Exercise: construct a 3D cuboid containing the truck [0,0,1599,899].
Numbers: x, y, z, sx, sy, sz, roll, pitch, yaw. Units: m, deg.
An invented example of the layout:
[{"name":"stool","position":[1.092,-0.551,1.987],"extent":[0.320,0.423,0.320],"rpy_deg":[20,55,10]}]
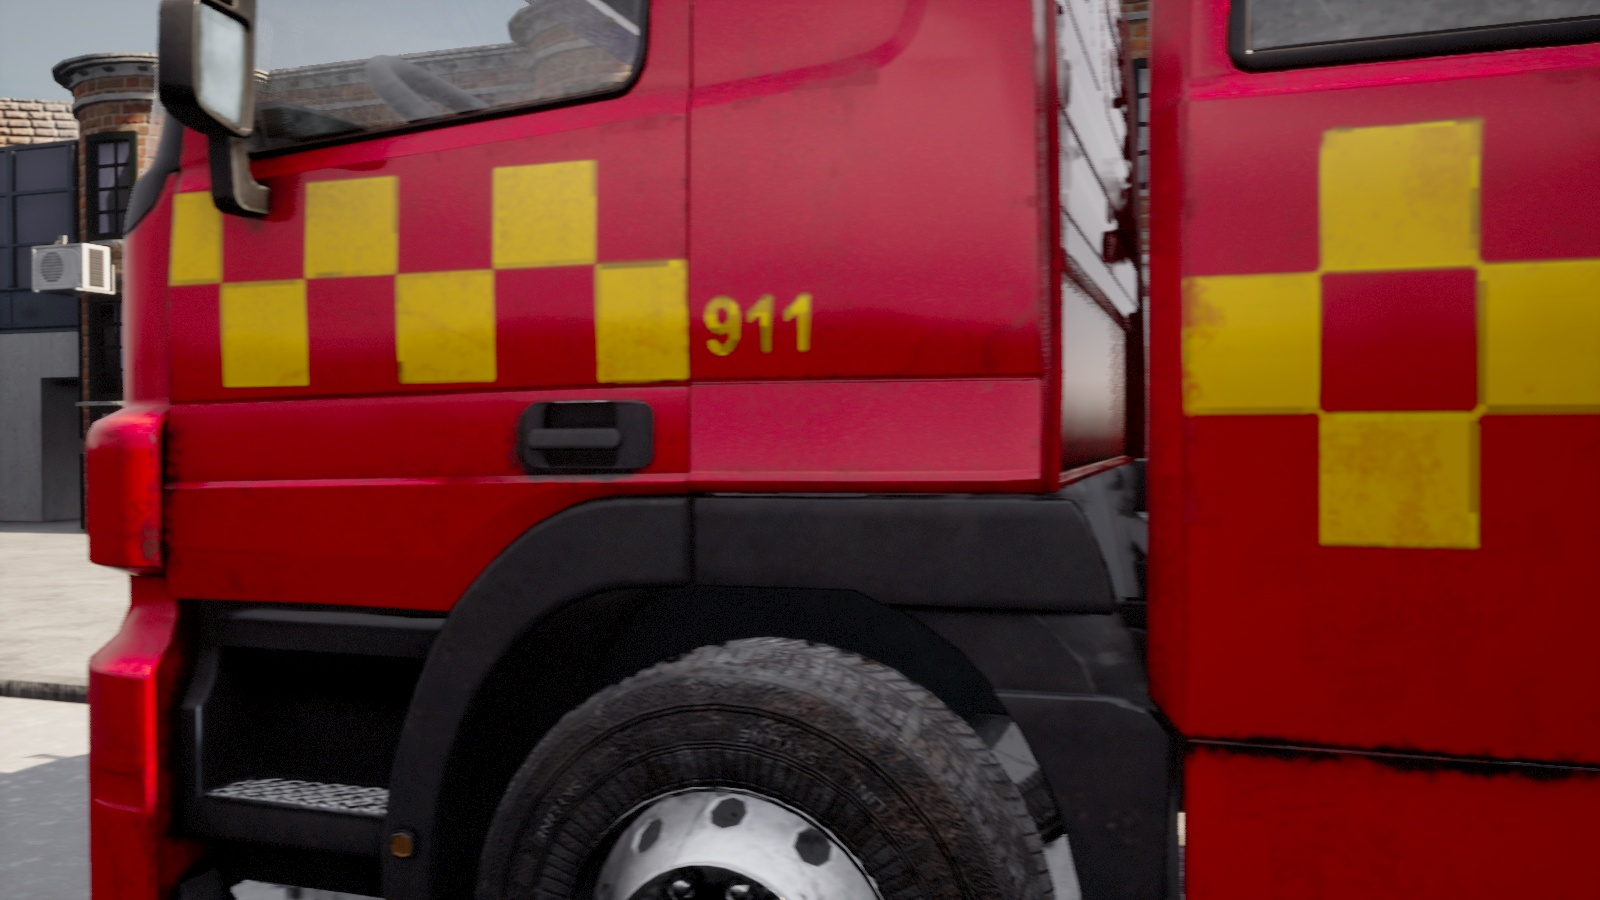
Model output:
[{"name":"truck","position":[2.348,-0.376,2.913],"extent":[8.468,3.827,2.891],"rpy_deg":[1,1,19]}]
